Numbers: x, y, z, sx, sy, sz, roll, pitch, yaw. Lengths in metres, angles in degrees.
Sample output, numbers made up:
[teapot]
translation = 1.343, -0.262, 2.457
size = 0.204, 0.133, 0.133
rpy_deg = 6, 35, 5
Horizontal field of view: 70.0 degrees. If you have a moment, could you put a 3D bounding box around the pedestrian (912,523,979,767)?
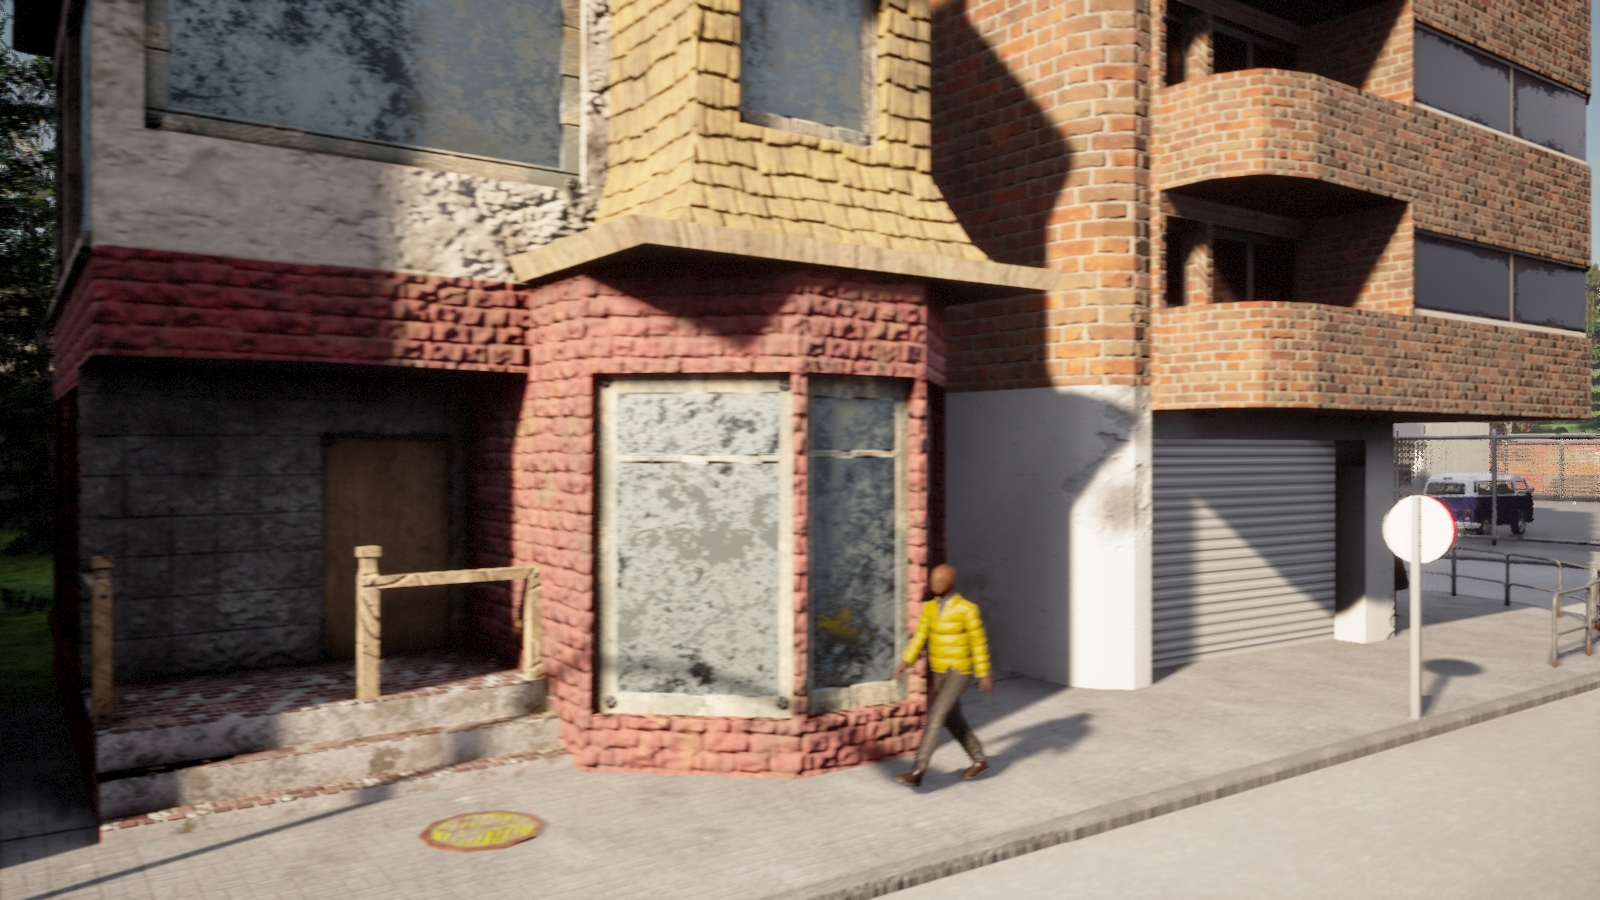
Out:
[pedestrian]
translation = 1.158, 1.528, 9.117
size = 0.375, 1.860, 0.375
rpy_deg = 0, 0, -36
